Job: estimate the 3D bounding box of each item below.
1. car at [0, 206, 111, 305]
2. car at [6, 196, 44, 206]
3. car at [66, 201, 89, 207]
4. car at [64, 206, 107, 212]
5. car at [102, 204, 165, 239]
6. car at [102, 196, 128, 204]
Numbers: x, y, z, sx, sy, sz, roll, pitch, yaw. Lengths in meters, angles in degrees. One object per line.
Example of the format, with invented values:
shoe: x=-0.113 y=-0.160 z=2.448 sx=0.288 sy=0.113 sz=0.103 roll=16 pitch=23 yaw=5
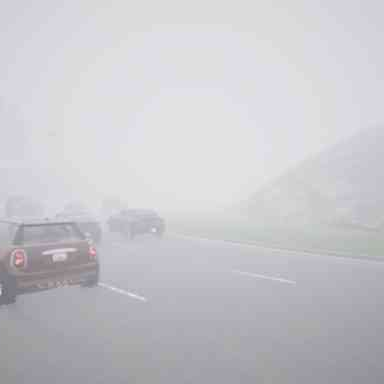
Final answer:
car: x=-4.268 y=1.406 z=8.580 sx=2.097 sy=1.767 sz=4.553 roll=1 pitch=-1 yaw=-44
car: x=-15.566 y=1.411 z=31.217 sx=2.150 sy=2.045 sz=5.566 roll=0 pitch=0 yaw=-10
car: x=-12.619 y=1.746 z=36.603 sx=1.837 sy=1.490 sz=4.892 roll=0 pitch=0 yaw=-4
car: x=-5.765 y=1.632 z=15.950 sx=1.812 sy=1.442 sz=4.674 roll=0 pitch=0 yaw=-35
car: x=-3.245 y=1.638 z=18.417 sx=1.837 sy=1.490 sz=4.892 roll=0 pitch=0 yaw=-34
car: x=-9.275 y=1.503 z=40.361 sx=2.150 sy=2.045 sz=5.566 roll=0 pitch=0 yaw=2
